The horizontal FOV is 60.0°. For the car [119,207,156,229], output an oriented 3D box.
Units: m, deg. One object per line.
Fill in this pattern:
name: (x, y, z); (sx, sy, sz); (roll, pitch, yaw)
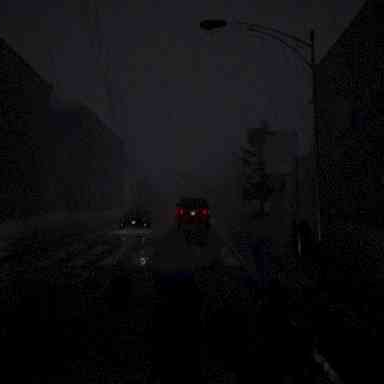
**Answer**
car: (-3.603, 1.704, 22.459); (1.994, 1.385, 4.181); (0, 0, 0)

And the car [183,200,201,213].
car: (0.031, 1.750, 41.520); (2.128, 1.511, 4.902); (0, 0, 0)

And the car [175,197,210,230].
car: (0.063, 1.364, 22.475); (2.150, 2.045, 5.566); (0, 0, 0)
